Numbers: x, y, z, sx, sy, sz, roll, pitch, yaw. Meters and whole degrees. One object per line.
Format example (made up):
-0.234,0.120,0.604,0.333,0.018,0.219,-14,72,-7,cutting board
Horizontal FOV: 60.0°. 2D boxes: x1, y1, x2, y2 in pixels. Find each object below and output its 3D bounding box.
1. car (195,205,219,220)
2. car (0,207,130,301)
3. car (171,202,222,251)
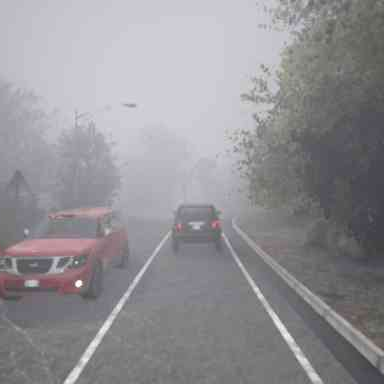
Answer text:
1.572,2.031,33.430,1.994,1.385,4.181,-1,-1,9,car
-3.305,1.546,9.683,2.150,2.045,5.566,-1,0,1,car
0.233,1.501,15.986,2.150,2.045,5.566,-1,0,1,car
